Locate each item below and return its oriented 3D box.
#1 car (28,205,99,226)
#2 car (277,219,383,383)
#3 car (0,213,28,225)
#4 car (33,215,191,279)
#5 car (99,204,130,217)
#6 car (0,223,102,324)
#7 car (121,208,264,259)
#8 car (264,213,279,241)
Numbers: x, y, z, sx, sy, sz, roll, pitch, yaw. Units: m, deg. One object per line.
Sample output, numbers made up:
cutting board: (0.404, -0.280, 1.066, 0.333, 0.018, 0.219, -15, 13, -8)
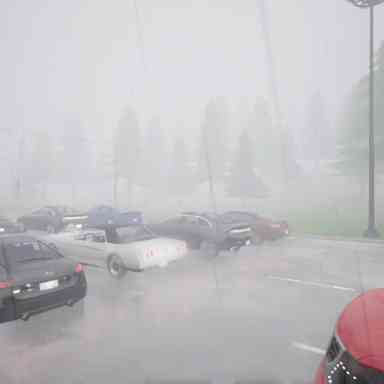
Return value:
car: (-7.612, 1.496, 17.999, 4.902, 1.511, 2.128, 0, 0, 35)
car: (3.454, 1.221, 1.416, 5.566, 2.045, 2.150, 0, 0, 37)
car: (-9.684, 1.568, 15.177, 4.181, 1.385, 1.994, 0, 0, 36)
car: (-2.558, 1.603, 10.082, 4.718, 1.301, 1.895, 0, 0, 36)
car: (-5.284, 1.482, 20.640, 5.008, 1.535, 1.882, 0, 0, 36)
car: (-4.087, 1.566, 6.862, 4.181, 1.385, 1.994, 0, 0, 35)
car: (-0.084, 1.493, 12.616, 4.902, 1.511, 2.128, 0, 0, 36)
car: (2.121, 1.527, 15.342, 4.674, 1.442, 1.812, 0, 0, 36)
